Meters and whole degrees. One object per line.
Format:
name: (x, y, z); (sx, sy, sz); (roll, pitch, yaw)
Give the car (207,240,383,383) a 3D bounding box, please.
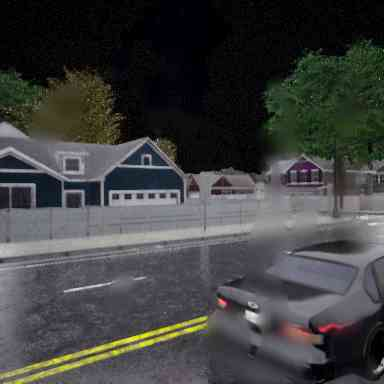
car: (2.769, 1.537, 5.437); (5.357, 1.411, 2.033); (0, 0, -36)
